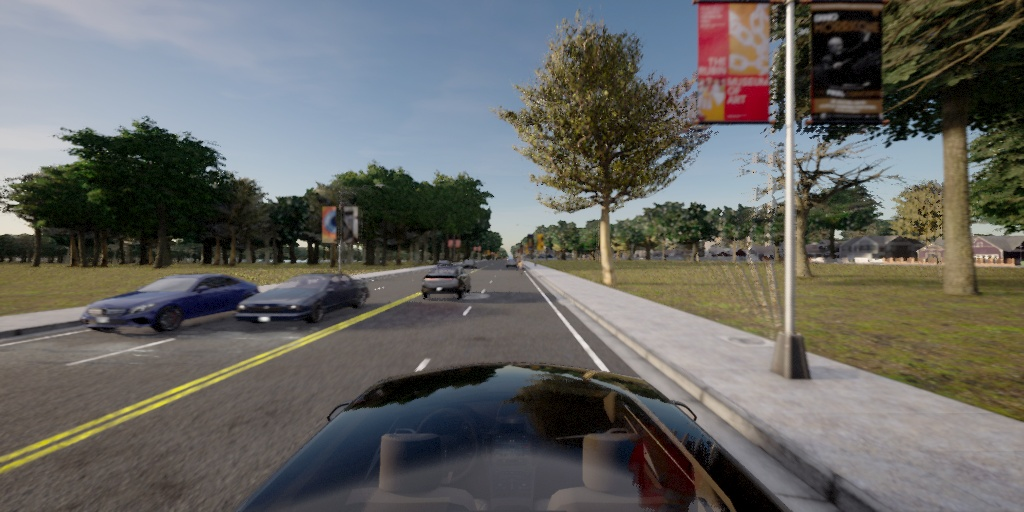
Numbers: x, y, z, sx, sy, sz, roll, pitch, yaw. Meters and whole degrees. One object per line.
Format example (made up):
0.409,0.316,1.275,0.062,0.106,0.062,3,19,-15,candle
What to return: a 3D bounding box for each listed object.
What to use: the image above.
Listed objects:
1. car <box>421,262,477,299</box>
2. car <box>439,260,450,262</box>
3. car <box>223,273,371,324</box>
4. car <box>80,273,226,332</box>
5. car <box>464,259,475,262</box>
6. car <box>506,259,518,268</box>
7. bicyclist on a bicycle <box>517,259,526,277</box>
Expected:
-3.154,1.238,17.945,2.128,1.511,4.902,0,0,0,car
-9.829,1.304,51.804,2.033,1.411,5.357,0,0,0,car
-6.604,1.295,12.219,2.033,1.411,5.357,0,0,0,car
-9.851,1.274,10.955,1.812,1.442,4.674,0,0,0,car
-6.565,1.262,55.275,1.837,1.490,4.892,0,0,1,car
-0.012,1.327,61.818,1.994,1.385,4.181,0,0,0,car
0.890,1.184,33.558,0.866,1.612,1.509,0,0,0,bicyclist on a bicycle
